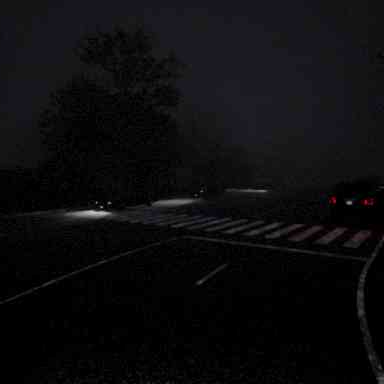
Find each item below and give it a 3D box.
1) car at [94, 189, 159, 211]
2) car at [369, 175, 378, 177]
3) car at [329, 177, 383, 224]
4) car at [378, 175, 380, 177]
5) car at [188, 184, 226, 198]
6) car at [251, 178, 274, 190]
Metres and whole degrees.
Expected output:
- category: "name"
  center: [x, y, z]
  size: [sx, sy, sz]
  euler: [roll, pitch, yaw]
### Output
- category: "car"
  center: [-4.850, 0.517, 25.564]
  size: [2.033, 1.411, 5.357]
  euler: [2, 4, 35]
- category: "car"
  center: [21.994, -1.144, 42.458]
  size: [1.837, 1.490, 4.892]
  euler: [2, 5, 36]
- category: "car"
  center: [9.128, 0.451, 18.139]
  size: [2.150, 2.045, 5.566]
  euler: [2, 5, 36]
- category: "car"
  center: [27.963, -1.848, 50.955]
  size: [2.128, 1.511, 4.902]
  euler: [2, 5, 35]
- category: "car"
  center: [1.624, -0.140, 34.696]
  size: [1.895, 1.301, 4.718]
  euler: [2, 5, 35]
- category: "car"
  center: [9.807, -1.152, 46.172]
  size: [1.812, 1.442, 4.674]
  euler: [2, 5, 36]
